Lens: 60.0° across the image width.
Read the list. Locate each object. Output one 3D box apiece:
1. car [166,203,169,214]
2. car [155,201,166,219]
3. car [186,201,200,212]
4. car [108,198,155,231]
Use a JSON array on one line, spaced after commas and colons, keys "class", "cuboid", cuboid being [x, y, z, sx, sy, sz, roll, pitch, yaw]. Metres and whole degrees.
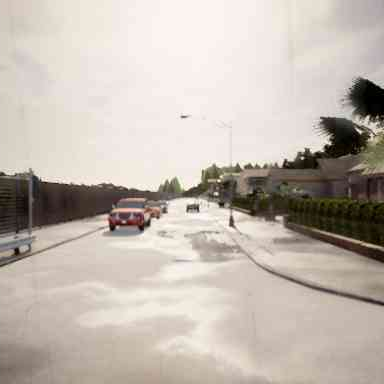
[{"class": "car", "cuboid": [-4.045, 1.951, 42.566, 1.837, 1.490, 4.892, 0, -1, 1]}, {"class": "car", "cuboid": [-4.073, 1.694, 32.563, 2.097, 1.767, 4.553, 0, -1, 0]}, {"class": "car", "cuboid": [0.118, 1.986, 47.055, 2.128, 1.511, 4.902, 0, 0, 0]}, {"class": "car", "cuboid": [-4.077, 1.460, 22.725, 2.150, 2.045, 5.566, 0, -1, 0]}]
